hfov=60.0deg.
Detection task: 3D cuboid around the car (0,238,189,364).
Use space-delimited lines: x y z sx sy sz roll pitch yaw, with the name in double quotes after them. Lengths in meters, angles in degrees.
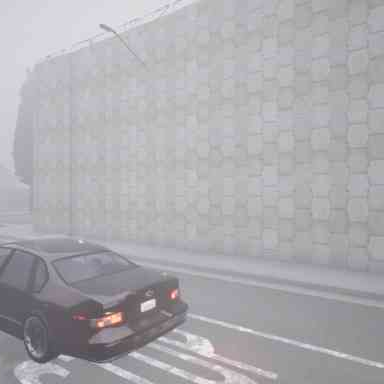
-2.628 1.547 5.852 5.357 1.411 2.033 0 0 35 "car"
